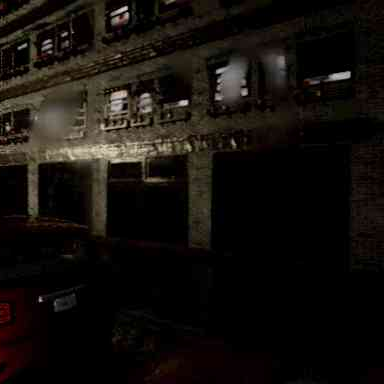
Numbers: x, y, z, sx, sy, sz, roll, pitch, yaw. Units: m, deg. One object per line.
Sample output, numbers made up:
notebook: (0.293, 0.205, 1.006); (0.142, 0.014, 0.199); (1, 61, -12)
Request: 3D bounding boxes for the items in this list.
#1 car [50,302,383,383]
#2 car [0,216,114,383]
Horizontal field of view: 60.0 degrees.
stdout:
car: (1.303, 1.573, 1.808); (4.206, 1.307, 1.802); (0, 1, 35)
car: (-3.355, 1.300, 5.030); (5.009, 1.841, 2.192); (0, 1, 35)
